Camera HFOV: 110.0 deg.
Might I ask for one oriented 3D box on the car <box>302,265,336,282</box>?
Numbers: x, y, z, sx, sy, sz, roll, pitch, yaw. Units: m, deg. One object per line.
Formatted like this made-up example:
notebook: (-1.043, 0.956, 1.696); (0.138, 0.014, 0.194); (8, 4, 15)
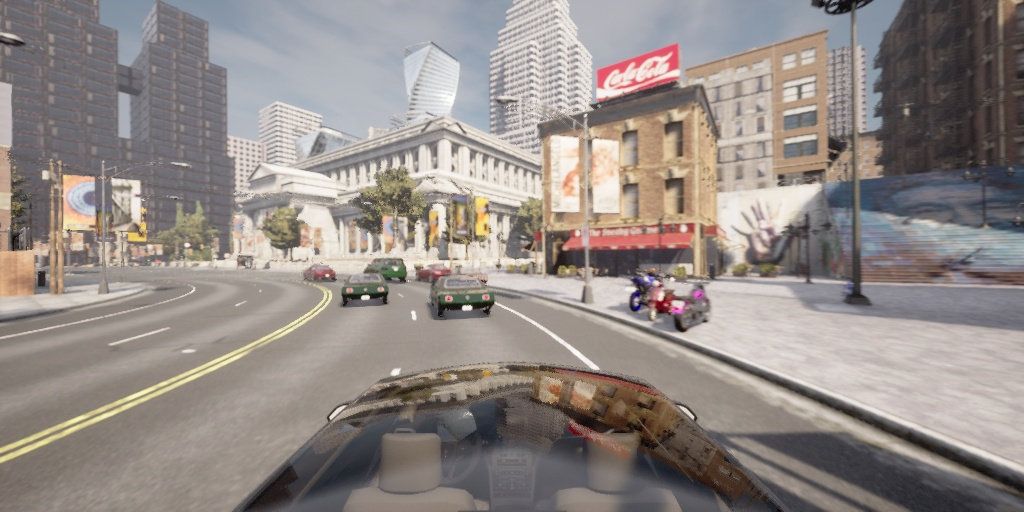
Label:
car: (-17.724, 1.555, 32.957); (1.812, 1.442, 4.674); (0, 0, -44)

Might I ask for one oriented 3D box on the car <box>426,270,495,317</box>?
car: (-2.087, 1.410, 13.755); (1.895, 1.301, 4.718); (0, 0, -17)

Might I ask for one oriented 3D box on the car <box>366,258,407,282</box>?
car: (-10.779, 1.172, 30.401); (2.150, 2.045, 5.566); (0, 0, -37)

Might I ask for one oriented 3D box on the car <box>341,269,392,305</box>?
car: (-6.987, 1.471, 17.094); (1.895, 1.301, 4.718); (0, 0, -22)
